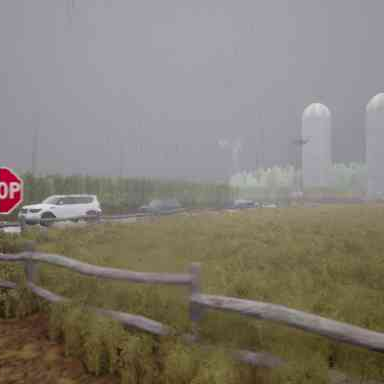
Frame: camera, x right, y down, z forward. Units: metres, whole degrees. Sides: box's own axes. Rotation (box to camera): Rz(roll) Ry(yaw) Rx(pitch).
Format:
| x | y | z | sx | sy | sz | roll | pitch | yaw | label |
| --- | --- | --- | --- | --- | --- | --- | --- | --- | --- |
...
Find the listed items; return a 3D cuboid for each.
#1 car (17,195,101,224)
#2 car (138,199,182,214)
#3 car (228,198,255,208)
| x | y | z | sx | sy | sz | roll | pitch | yaw | label |
| --- | --- | --- | --- | --- | --- | --- | --- | --- | --- |
| -8.890 | 1.197 | 22.892 | 2.150 | 2.045 | 5.566 | 0 | -1 | 36 | car |
| -2.963 | 1.411 | 31.132 | 2.097 | 1.767 | 4.553 | 0 | -1 | 36 | car |
| 6.606 | 1.608 | 44.325 | 1.882 | 1.535 | 5.008 | 0 | -1 | 36 | car |
